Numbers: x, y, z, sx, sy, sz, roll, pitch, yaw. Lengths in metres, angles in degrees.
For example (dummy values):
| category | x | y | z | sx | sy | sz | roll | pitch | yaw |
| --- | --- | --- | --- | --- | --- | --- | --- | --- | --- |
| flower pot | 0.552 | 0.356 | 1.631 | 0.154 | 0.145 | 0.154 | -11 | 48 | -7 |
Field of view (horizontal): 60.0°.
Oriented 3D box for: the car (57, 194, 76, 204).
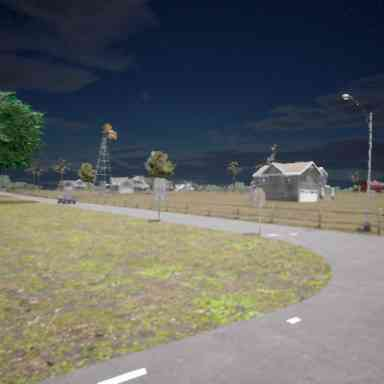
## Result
| category | x | y | z | sx | sy | sz | roll | pitch | yaw |
| --- | --- | --- | --- | --- | --- | --- | --- | --- | --- |
| car | -19.166 | 1.050 | 50.778 | 1.837 | 1.490 | 4.892 | 3 | -1 | -35 |
